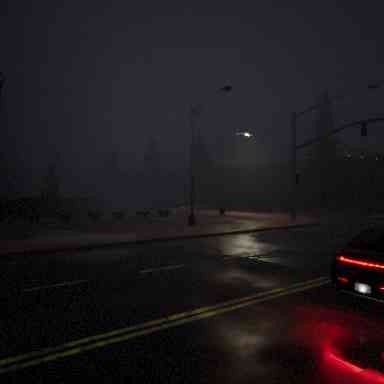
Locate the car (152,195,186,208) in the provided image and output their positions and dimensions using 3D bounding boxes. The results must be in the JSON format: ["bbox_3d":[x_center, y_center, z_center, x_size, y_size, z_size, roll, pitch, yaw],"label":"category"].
[{"bbox_3d":[-3.634,1.444,47.658,4.892,1.490,1.837,0,0,38],"label":"car"}]

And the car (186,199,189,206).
[{"bbox_3d":[-2.699,1.284,51.313,4.553,1.767,2.097,0,0,36],"label":"car"}]

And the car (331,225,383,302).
[{"bbox_3d":[5.068,1.484,7.407,4.892,1.490,1.837,0,0,-35],"label":"car"}]

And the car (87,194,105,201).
[{"bbox_3d":[-17.799,1.214,55.477,5.357,1.411,2.033,0,0,16],"label":"car"}]
